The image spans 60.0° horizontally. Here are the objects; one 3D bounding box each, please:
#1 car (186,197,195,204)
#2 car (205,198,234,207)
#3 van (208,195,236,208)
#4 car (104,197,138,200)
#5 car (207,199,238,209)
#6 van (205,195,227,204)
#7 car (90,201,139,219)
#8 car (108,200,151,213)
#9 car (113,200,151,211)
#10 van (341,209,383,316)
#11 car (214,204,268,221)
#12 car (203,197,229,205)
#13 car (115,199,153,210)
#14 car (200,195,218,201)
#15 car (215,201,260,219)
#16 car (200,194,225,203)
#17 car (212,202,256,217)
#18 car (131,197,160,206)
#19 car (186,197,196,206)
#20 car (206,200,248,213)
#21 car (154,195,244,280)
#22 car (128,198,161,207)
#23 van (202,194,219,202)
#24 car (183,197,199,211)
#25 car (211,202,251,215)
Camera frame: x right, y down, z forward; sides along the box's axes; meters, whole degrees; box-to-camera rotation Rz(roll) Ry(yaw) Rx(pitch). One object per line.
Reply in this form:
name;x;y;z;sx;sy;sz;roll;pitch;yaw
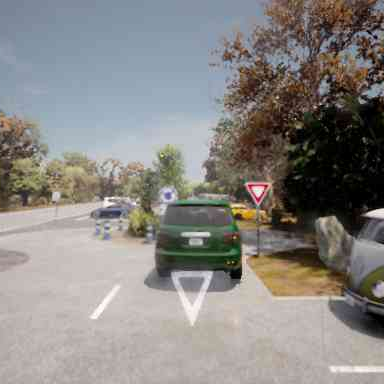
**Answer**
car;-0.309;1.784;74.005;1.837;1.490;4.892;0;0;0
car;4.771;1.821;57.742;4.792;1.488;2.163;0;0;0
van;4.860;1.585;54.969;4.442;1.987;1.878;0;0;0
car;-8.298;1.684;41.000;5.566;2.045;2.435;0;1;0
car;4.717;1.864;52.077;4.792;1.488;2.163;0;1;0
van;4.851;1.540;68.689;4.442;1.987;1.878;0;0;0
car;-8.352;2.015;35.450;4.792;1.488;2.163;0;1;0
car;-8.143;1.906;43.778;5.366;1.575;1.946;0;1;0
car;-8.324;1.885;46.555;4.892;1.521;2.231;0;1;0
van;4.914;1.248;5.716;4.442;1.987;1.878;-1;0;0
car;4.753;2.010;32.811;5.008;1.535;2.097;0;1;0
car;4.741;1.767;65.919;5.008;1.535;2.097;0;0;0
car;-8.518;1.856;49.330;5.366;1.575;1.946;0;1;0
car;4.712;1.755;93.621;5.008;1.535;2.097;0;0;0
car;4.788;1.860;35.582;4.553;1.767;2.185;0;1;0
car;4.701;1.511;76.999;5.566;2.045;2.435;0;0;0
car;4.725;1.991;38.228;4.792;1.488;2.163;0;1;0
car;-8.346;1.779;60.423;4.892;1.521;2.231;0;0;0
car;-0.201;1.773;61.354;1.882;1.535;5.008;0;0;0
car;4.565;1.908;43.768;5.366;1.575;1.946;0;1;0
car;0.358;1.226;10.141;2.150;2.045;5.566;0;0;6
car;-8.153;1.788;57.656;5.366;1.575;1.946;0;0;0
van;4.838;1.532;88.206;4.442;1.987;1.878;0;0;0
car;-0.184;1.745;48.208;2.097;1.767;4.553;0;1;-1
car;4.750;1.976;40.999;4.674;1.452;2.002;0;1;0
